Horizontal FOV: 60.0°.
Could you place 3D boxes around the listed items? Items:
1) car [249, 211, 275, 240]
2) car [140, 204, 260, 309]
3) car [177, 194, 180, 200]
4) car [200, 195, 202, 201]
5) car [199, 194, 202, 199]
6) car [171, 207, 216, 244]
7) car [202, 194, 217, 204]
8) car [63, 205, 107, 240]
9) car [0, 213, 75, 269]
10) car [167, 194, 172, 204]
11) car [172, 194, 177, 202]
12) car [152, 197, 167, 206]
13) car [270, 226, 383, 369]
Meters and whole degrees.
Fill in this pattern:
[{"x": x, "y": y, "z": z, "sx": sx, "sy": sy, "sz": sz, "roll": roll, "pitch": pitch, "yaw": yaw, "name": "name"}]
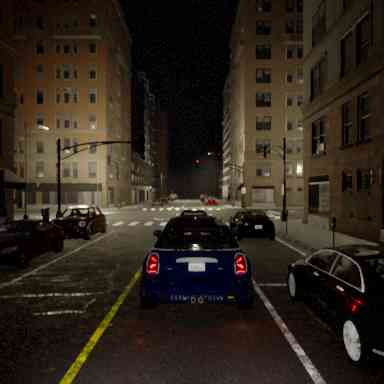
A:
[{"x": 2.899, "y": 1.560, "z": 16.538, "sx": 1.947, "sy": 1.339, "sz": 4.313, "roll": 0, "pitch": 0, "yaw": 0, "name": "car"}, {"x": 0.099, "y": 1.349, "z": 8.026, "sx": 2.097, "sy": 1.767, "sz": 4.553, "roll": 0, "pitch": 0, "yaw": 0, "name": "car"}, {"x": -5.319, "y": 1.419, "z": 91.524, "sx": 2.192, "sy": 1.841, "sz": 5.009, "roll": 0, "pitch": 0, "yaw": 0, "name": "car"}, {"x": 3.084, "y": 1.580, "z": 64.446, "sx": 2.008, "sy": 1.369, "sz": 4.403, "roll": 0, "pitch": 0, "yaw": 0, "name": "car"}, {"x": 3.133, "y": 1.493, "z": 75.264, "sx": 1.967, "sy": 1.590, "sz": 4.097, "roll": 0, "pitch": 0, "yaw": 0, "name": "car"}, {"x": 0.089, "y": 1.558, "z": 16.609, "sx": 1.994, "sy": 1.385, "sz": 4.181, "roll": 0, "pitch": 0, "yaw": 1, "name": "car"}, {"x": 3.034, "y": 1.454, "z": 53.628, "sx": 1.967, "sy": 1.590, "sz": 4.097, "roll": 0, "pitch": 0, "yaw": 0, "name": "car"}, {"x": -5.626, "y": 1.434, "z": 16.562, "sx": 1.967, "sy": 1.590, "sz": 4.097, "roll": 0, "pitch": 0, "yaw": 0, "name": "car"}, {"x": -5.641, "y": 1.577, "z": 11.060, "sx": 1.802, "sy": 1.307, "sz": 4.206, "roll": 0, "pitch": 0, "yaw": 0, "name": "car"}, {"x": -5.440, "y": 1.580, "z": 64.481, "sx": 2.008, "sy": 1.369, "sz": 4.403, "roll": 0, "pitch": 0, "yaw": 0, "name": "car"}, {"x": -5.368, "y": 1.593, "z": 80.537, "sx": 1.752, "sy": 1.417, "sz": 4.829, "roll": 0, "pitch": 0, "yaw": 0, "name": "car"}, {"x": -5.490, "y": 1.596, "z": 53.664, "sx": 1.802, "sy": 1.307, "sz": 4.206, "roll": 0, "pitch": 0, "yaw": 0, "name": "car"}, {"x": 2.869, "y": 1.548, "z": 5.536, "sx": 2.008, "sy": 1.369, "sz": 4.403, "roll": 0, "pitch": 0, "yaw": 0, "name": "car"}]
